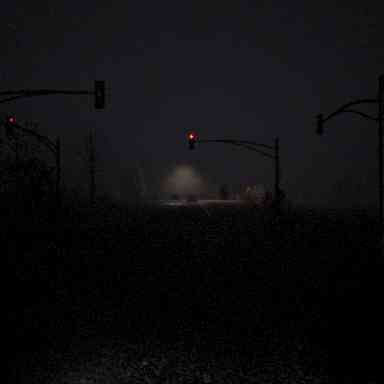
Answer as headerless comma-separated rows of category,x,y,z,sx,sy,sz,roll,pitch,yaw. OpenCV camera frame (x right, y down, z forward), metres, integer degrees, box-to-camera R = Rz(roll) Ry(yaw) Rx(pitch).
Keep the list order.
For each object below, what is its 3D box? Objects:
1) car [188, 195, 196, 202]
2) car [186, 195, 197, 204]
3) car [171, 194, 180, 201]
car,-0.069,1.425,78.028,1.837,1.490,4.892,0,0,0
car,-0.060,1.424,67.993,2.097,1.767,4.553,0,0,0
car,-3.564,1.195,72.195,1.837,1.490,4.892,0,0,0
